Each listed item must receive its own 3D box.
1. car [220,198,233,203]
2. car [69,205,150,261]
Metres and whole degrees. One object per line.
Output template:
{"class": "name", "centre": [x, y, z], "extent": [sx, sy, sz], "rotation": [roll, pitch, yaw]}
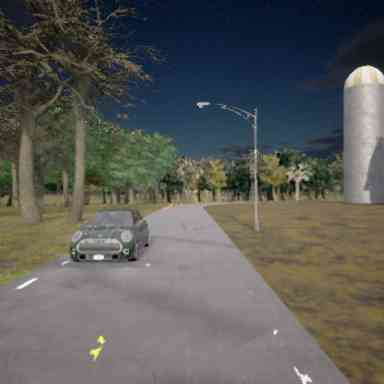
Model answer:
{"class": "car", "centre": [9.451, 2.350, 90.984], "extent": [1.994, 1.385, 4.181], "rotation": [0, 0, 37]}
{"class": "car", "centre": [-2.851, 1.414, 12.406], "extent": [2.097, 1.767, 4.553], "rotation": [0, 0, 0]}
